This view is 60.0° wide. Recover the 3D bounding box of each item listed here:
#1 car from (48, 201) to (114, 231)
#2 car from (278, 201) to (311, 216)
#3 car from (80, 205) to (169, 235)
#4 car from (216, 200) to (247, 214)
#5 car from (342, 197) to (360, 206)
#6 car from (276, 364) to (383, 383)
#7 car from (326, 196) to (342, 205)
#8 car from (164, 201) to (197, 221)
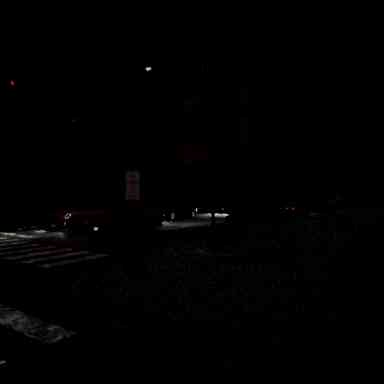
[{"bbox_3d":[-6.656,1.369,20.969,2.097,1.767,4.553,0,0,35],"label":"car"},{"bbox_3d":[10.406,1.611,33.466,2.033,1.411,5.357,0,0,35],"label":"car"},{"bbox_3d":[-3.728,1.623,19.135,1.895,1.301,4.718,0,0,35],"label":"car"},{"bbox_3d":[4.377,1.616,36.532,1.994,1.385,4.181,0,0,36],"label":"car"},{"bbox_3d":[28.671,1.650,59.253,1.837,1.490,4.892,0,0,35],"label":"car"},{"bbox_3d":[2.250,1.551,1.238,4.403,1.369,2.008,0,0,36],"label":"car"},{"bbox_3d":[26.507,1.497,61.820,2.097,1.767,4.553,0,0,35],"label":"car"},{"bbox_3d":[-1.422,1.537,28.356,1.837,1.490,4.892,0,0,35],"label":"car"}]
